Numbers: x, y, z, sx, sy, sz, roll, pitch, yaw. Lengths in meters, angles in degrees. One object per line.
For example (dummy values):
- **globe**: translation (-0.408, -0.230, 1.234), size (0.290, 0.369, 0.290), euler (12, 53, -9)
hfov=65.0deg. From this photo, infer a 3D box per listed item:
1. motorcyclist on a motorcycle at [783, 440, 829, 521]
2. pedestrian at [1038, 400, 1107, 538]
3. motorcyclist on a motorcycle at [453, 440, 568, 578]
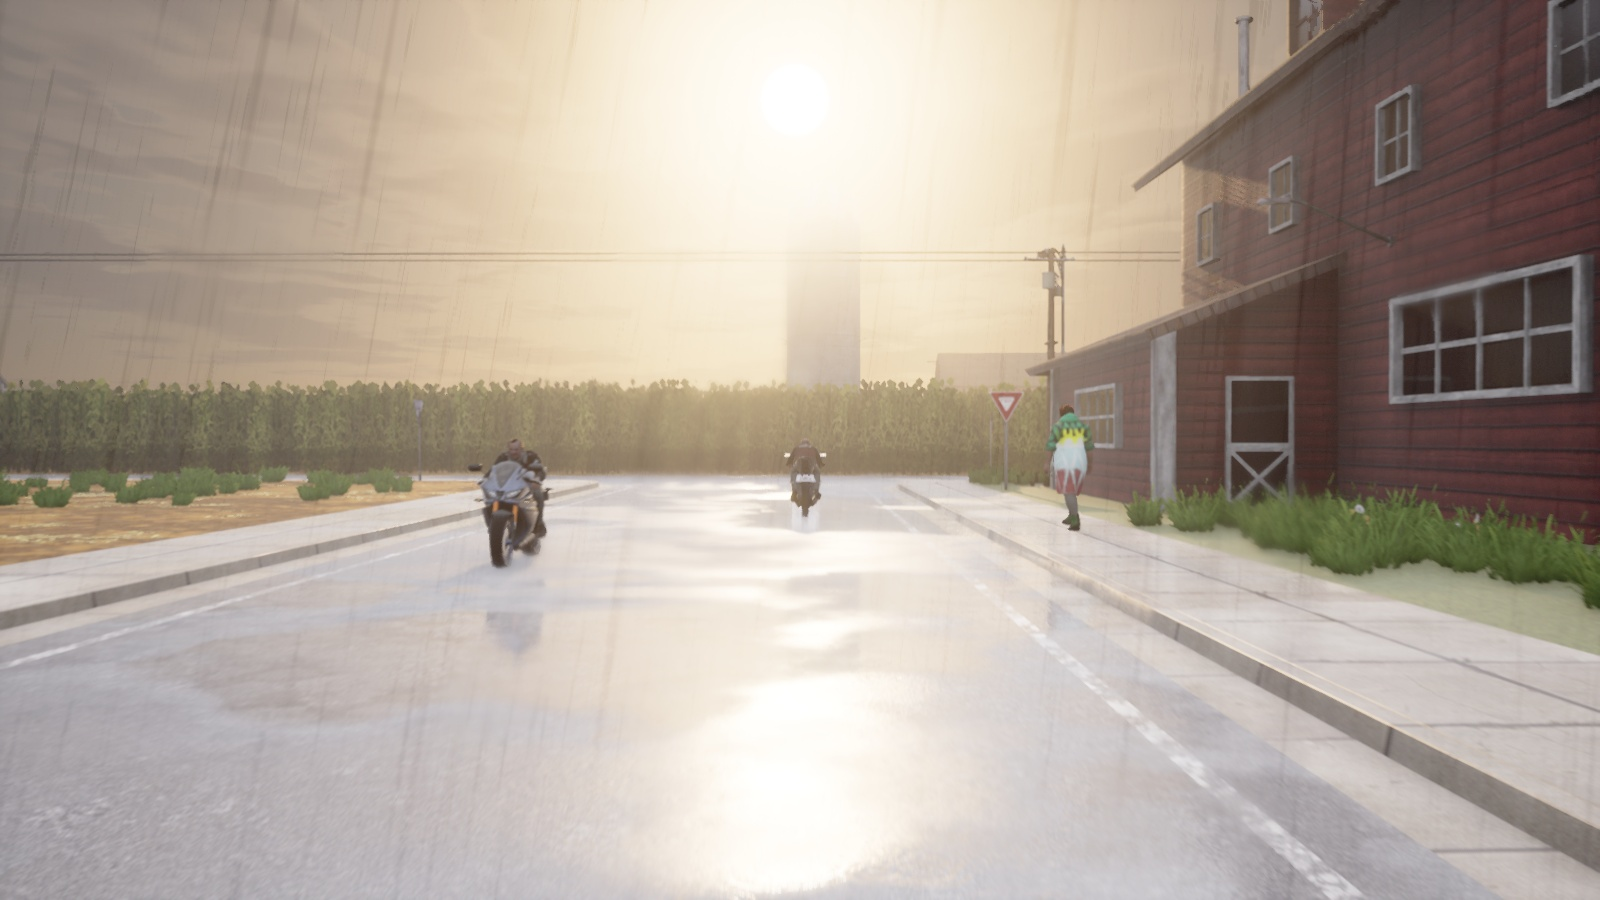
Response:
- **motorcyclist on a motorcycle**: translation (0.108, 0.567, 24.812), size (0.866, 1.530, 2.191), euler (0, 1, 0)
- **pedestrian**: translation (3.949, 0.260, 18.235), size (0.659, 1.952, 0.873), euler (0, 1, -14)
- **motorcyclist on a motorcycle**: translation (-3.427, 0.645, 15.059), size (0.866, 1.530, 2.191), euler (0, 1, 0)
